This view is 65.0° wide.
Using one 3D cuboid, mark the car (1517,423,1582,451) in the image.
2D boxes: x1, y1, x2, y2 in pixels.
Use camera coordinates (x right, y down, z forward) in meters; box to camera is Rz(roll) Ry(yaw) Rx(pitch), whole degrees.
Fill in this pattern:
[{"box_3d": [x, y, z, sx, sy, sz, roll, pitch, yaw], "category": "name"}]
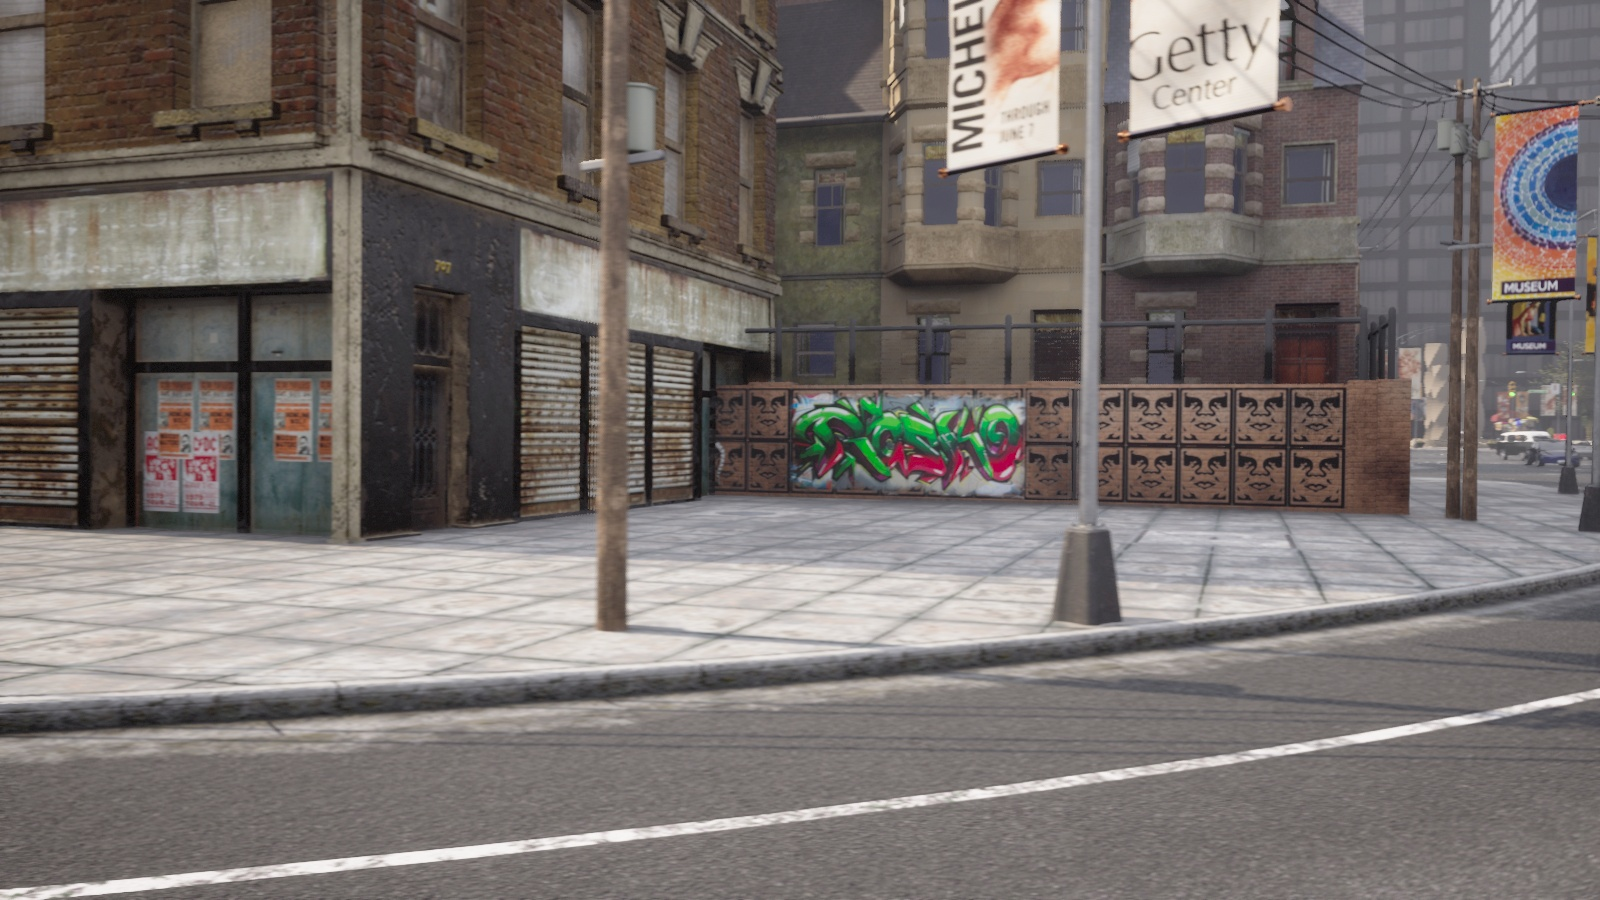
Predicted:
[{"box_3d": [41.512, -0.717, 69.648, 2.163, 1.488, 4.792, 0, 1, 19], "category": "car"}]
